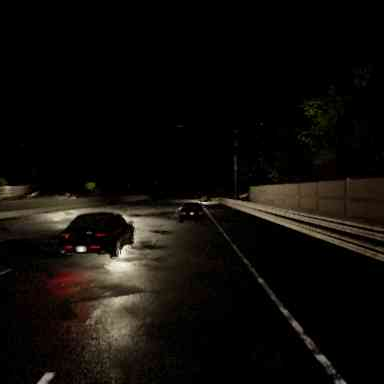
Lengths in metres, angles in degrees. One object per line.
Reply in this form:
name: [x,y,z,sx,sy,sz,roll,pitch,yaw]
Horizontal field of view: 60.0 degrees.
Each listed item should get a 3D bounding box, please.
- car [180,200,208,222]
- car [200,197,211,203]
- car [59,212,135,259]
car: [-0.003,1.571,26.143,2.033,1.411,5.357,0,0,0]
car: [3.327,1.864,80.540,1.812,1.442,4.674,0,-1,17]
car: [-3.401,1.511,12.640,1.837,1.490,4.892,0,0,0]
